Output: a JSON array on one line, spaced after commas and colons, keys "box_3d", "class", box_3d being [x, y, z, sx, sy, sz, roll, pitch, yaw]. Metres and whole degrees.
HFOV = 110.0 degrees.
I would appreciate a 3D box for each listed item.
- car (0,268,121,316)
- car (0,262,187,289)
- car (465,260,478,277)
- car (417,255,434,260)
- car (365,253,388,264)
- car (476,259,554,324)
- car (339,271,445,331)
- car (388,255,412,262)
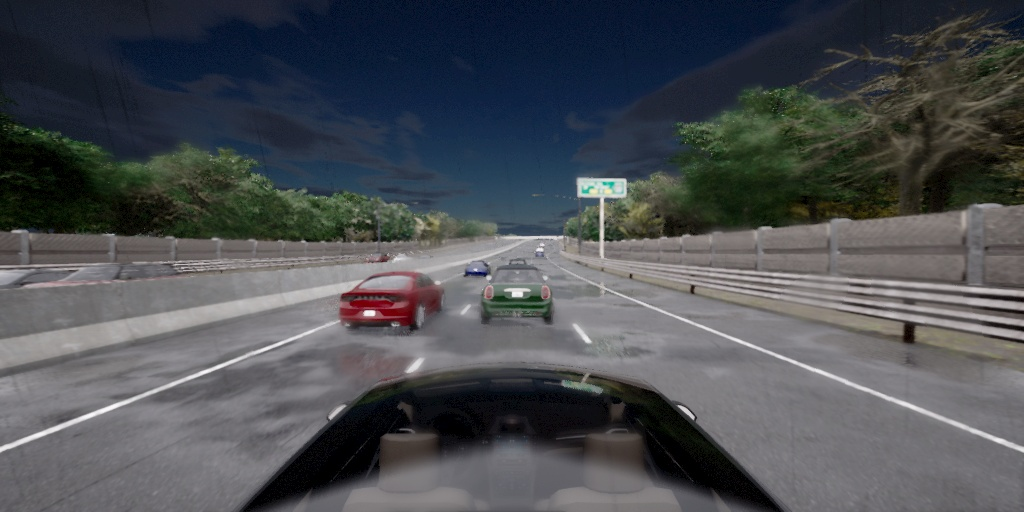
[{"box_3d": [-17.523, 1.224, 12.873, 1.812, 1.442, 4.674, 0, 0, 1], "class": "car"}, {"box_3d": [-14.024, 1.054, 12.567, 2.097, 1.767, 4.553, 0, 0, 1], "class": "car"}, {"box_3d": [-2.970, 1.062, 31.771, 1.994, 1.385, 4.181, 0, 1, 2], "class": "car"}, {"box_3d": [-12.872, 0.545, 53.482, 1.812, 1.442, 4.674, 0, 2, 3], "class": "car"}, {"box_3d": [-19.878, 0.380, 53.164, 2.097, 1.767, 4.553, 0, 1, 3], "class": "car"}, {"box_3d": [0.170, 1.063, 11.996, 2.097, 1.767, 4.553, 0, 0, 1], "class": "car"}, {"box_3d": [-3.343, 1.192, 10.941, 1.882, 1.535, 5.008, 0, 0, 0], "class": "car"}, {"box_3d": [-16.362, 0.540, 53.669, 1.812, 1.442, 4.674, 0, 2, 3], "class": "car"}]
